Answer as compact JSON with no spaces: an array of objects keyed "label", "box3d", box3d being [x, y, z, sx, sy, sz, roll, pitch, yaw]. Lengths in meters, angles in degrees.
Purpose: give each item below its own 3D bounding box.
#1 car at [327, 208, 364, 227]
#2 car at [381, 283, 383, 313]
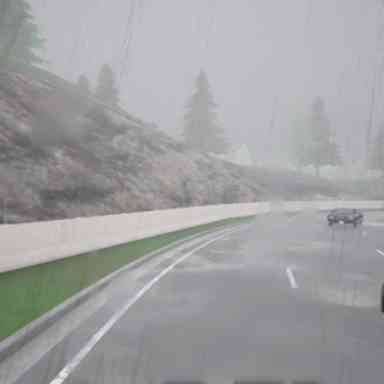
[{"label":"car","box3d":[11.438,1.803,24.588,1.895,1.301,4.718,0,0,33]},{"label":"car","box3d":[4.031,1.552,3.831,1.837,1.490,4.892,0,0,5]}]
